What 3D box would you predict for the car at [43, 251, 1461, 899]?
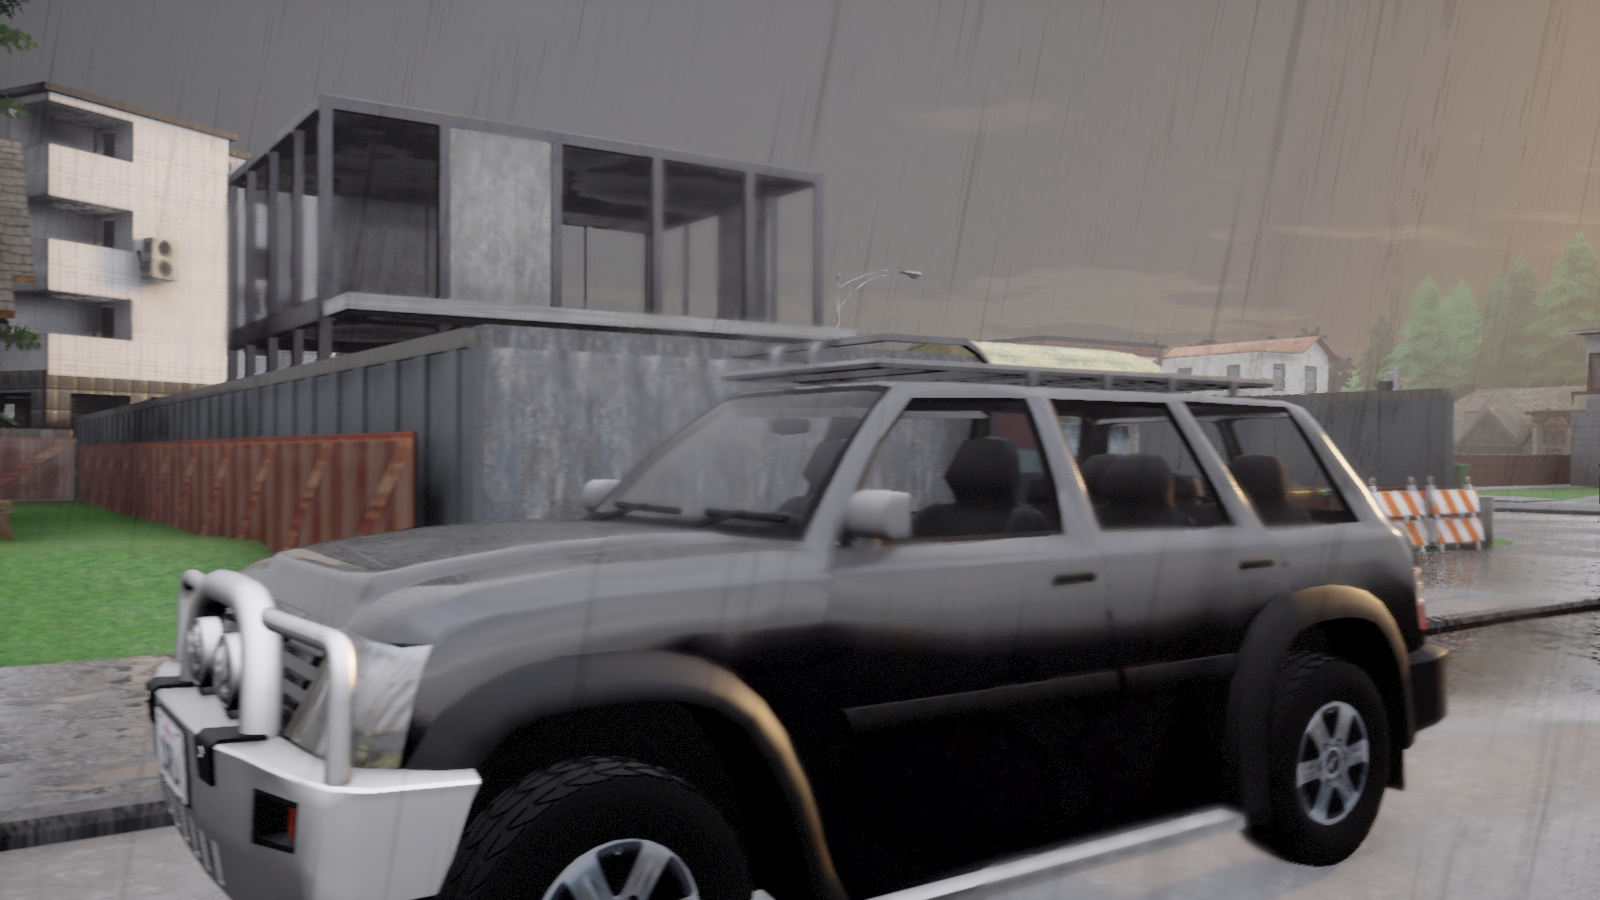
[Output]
[{"bbox_3d":[0.131,0.572,4.360,4.605,1.855,1.932,0,0,-35],"label":"car"}]
